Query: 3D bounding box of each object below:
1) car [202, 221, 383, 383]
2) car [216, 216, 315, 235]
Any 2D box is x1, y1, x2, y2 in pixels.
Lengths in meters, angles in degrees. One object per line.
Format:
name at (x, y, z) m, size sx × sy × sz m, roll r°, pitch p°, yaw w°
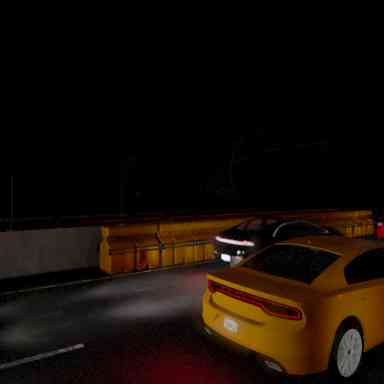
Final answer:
car at (2.484, 1.478, 5.521) m, size 5.008 × 1.535 × 1.882 m, roll 0°, pitch 0°, yaw -36°
car at (2.852, 1.492, 10.083) m, size 4.902 × 1.511 × 2.128 m, roll 0°, pitch 0°, yaw -36°
